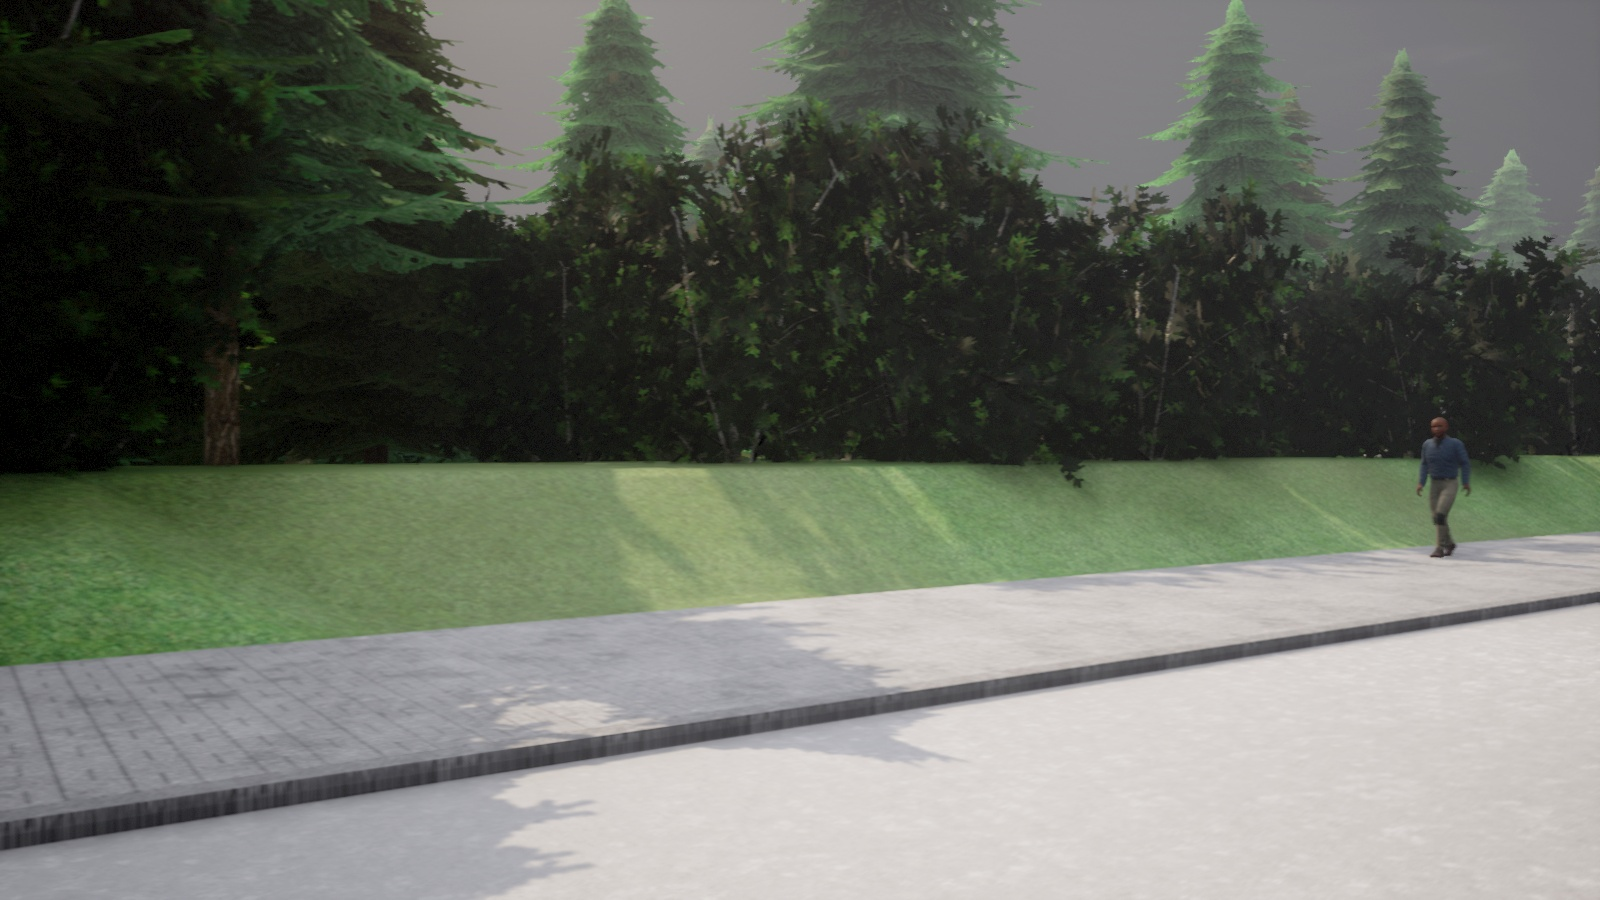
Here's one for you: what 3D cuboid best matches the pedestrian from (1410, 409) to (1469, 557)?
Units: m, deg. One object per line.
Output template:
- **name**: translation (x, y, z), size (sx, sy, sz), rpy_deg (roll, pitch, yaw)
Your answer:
- **pedestrian**: translation (8.106, 0.405, 15.919), size (0.726, 1.835, 0.370), rpy_deg (0, 0, -36)
